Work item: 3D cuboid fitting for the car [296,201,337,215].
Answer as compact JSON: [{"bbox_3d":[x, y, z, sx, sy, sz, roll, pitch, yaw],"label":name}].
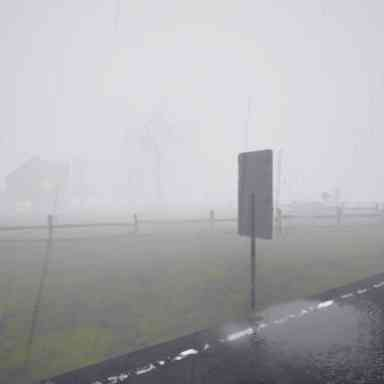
[{"bbox_3d":[13.167,1.693,35.390,2.033,1.411,5.357,0,-1,-15],"label":"car"}]
